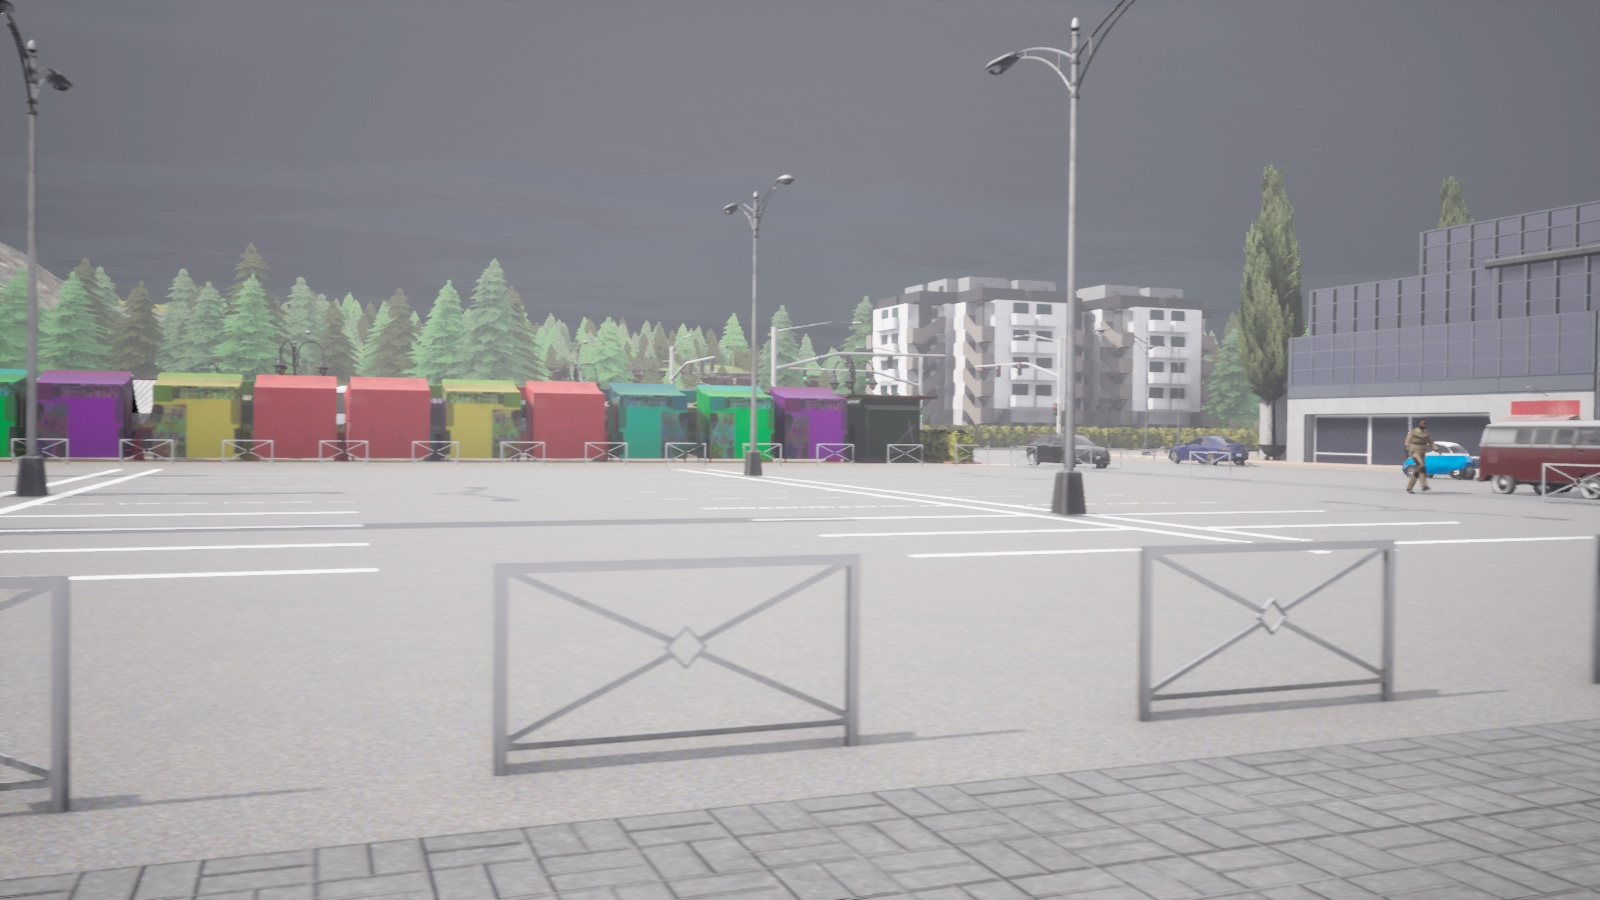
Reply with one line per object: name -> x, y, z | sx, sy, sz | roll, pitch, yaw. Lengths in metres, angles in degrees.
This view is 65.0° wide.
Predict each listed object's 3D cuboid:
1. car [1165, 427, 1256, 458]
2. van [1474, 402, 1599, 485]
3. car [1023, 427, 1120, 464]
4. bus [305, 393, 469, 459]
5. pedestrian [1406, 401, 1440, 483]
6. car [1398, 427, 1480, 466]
car -> 20.222, -0.406, 62.120 | 1.812, 1.442, 4.674 | -1, 1, -19
van -> 19.621, -0.179, 31.802 | 1.775, 1.987, 4.442 | -1, 1, -19
car -> 11.730, -0.212, 54.556 | 1.837, 1.490, 4.892 | -1, 1, -19
bus -> -28.101, -1.667, 85.550 | 10.273, 4.253, 3.944 | -1, 1, -21
pedestrian -> 14.835, -0.191, 29.920 | 0.396, 1.930, 0.692 | -1, 1, -8
car -> 23.129, -0.138, 45.494 | 1.481, 1.376, 2.207 | -1, 2, -37
